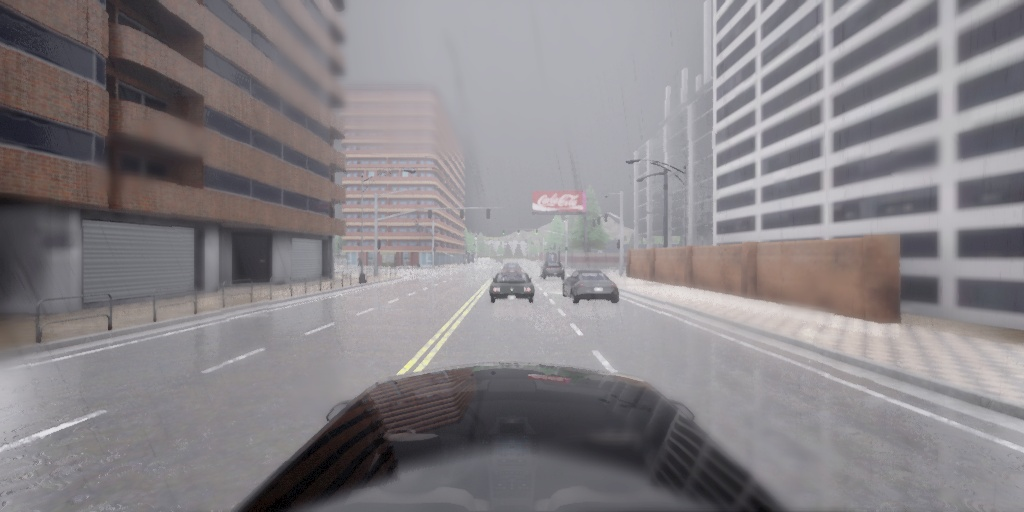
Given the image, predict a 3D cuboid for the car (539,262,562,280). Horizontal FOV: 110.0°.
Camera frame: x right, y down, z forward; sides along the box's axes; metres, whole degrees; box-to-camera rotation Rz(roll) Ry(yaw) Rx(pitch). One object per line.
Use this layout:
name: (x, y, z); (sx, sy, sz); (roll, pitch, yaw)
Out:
car: (3.500, 1.243, 31.500); (2.128, 1.511, 4.902); (0, 0, 0)

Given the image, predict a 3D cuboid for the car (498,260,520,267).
car: (0.000, 1.311, 31.500); (2.033, 1.411, 5.357); (0, 0, 0)

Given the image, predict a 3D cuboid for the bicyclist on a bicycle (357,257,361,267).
bicyclist on a bicycle: (-25.297, 1.057, 59.488); (0.582, 1.620, 1.656); (0, 0, 0)

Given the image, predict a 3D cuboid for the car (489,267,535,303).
car: (0.000, 1.363, 16.530); (1.895, 1.301, 4.718); (0, 0, 0)

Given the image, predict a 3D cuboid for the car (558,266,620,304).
car: (3.500, 1.320, 16.500); (1.994, 1.385, 4.181); (0, 0, 0)
